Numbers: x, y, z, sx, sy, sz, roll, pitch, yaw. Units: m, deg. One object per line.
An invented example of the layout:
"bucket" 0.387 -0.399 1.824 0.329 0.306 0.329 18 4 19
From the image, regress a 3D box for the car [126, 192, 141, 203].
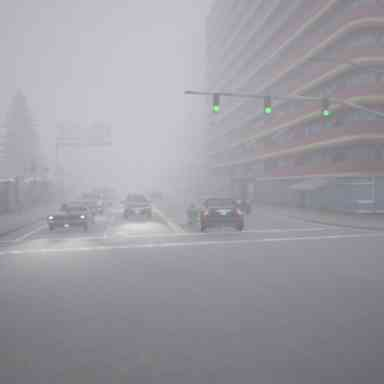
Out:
"car" -7.736 0.690 43.780 1.895 1.301 4.718 -1 1 -11

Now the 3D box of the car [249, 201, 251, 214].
"car" 2.930 0.757 26.020 2.097 1.767 4.553 -1 1 -11

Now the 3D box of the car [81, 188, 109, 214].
"car" -8.109 0.822 26.807 2.097 1.767 4.553 -1 1 -11

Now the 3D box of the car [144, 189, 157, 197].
"car" -7.876 0.157 62.919 2.128 1.511 4.902 -1 1 -11

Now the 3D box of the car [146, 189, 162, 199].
"car" -5.711 0.412 52.260 1.812 1.442 4.674 -1 1 -11

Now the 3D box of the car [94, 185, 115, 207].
"car" -9.858 0.499 36.052 2.150 2.045 5.566 -1 1 -10

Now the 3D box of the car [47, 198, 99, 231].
"car" -6.427 1.252 18.079 1.895 1.301 4.718 -1 1 -11

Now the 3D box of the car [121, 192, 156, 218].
"car" -4.028 0.991 24.110 2.128 1.511 4.902 -1 1 -11

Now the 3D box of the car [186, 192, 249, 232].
"car" 1.040 0.965 17.365 2.097 1.767 4.553 -1 1 -11
